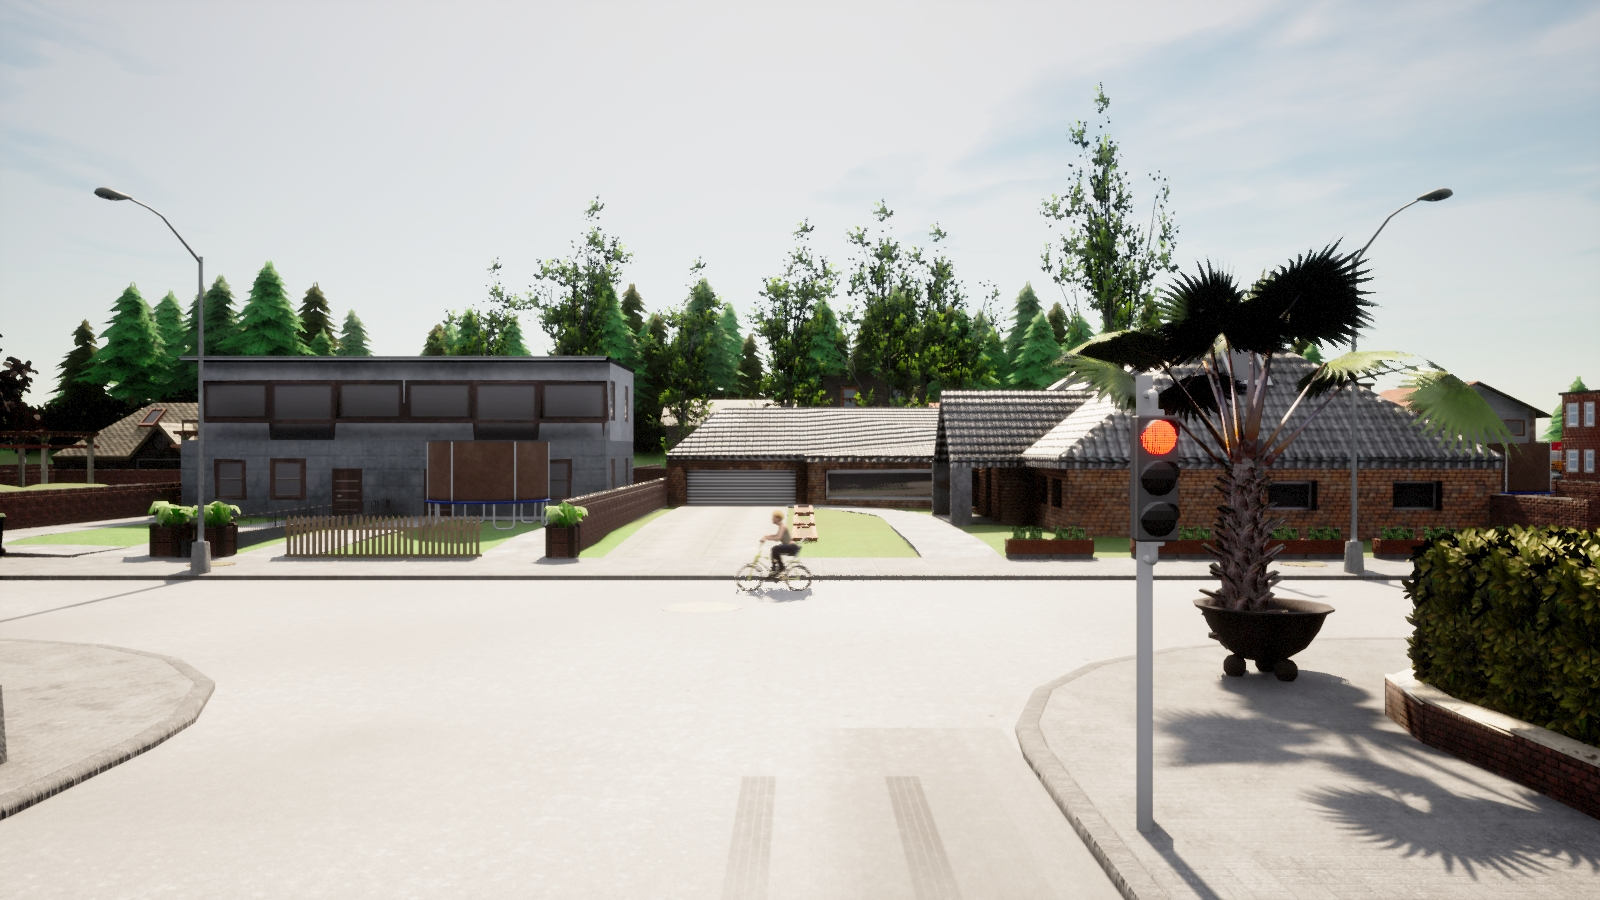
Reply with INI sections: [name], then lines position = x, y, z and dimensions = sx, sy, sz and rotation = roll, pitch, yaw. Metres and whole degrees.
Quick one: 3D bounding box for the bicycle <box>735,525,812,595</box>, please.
[bicycle]
position = -0.513, 2.149, 22.444
dimensions = 1.487, 1.276, 0.859
rotation = 0, 0, 0
